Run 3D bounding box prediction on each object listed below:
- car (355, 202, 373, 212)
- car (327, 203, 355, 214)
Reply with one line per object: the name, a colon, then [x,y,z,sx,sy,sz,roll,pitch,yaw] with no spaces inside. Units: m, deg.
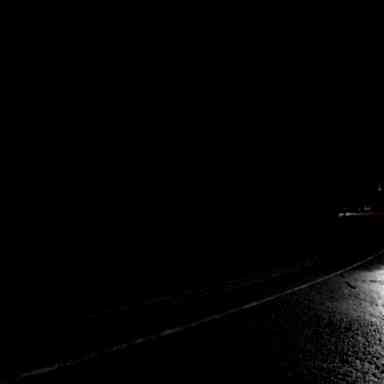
car: [26.380,2.325,52.240,1.837,1.490,4.892,-4,-3,-2]
car: [22.915,2.560,52.319,2.128,1.511,4.902,-4,-3,0]
